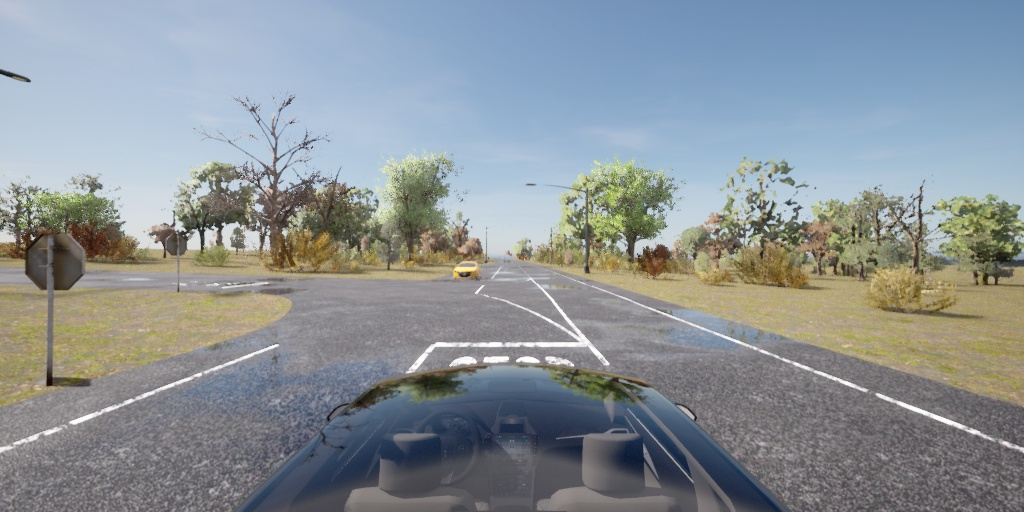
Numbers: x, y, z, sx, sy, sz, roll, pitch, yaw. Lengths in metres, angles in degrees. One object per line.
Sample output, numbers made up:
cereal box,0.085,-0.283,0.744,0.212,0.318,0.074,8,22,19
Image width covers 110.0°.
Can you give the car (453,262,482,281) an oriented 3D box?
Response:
car,-3.537,1.194,29.136,1.882,1.535,5.008,0,-2,0
